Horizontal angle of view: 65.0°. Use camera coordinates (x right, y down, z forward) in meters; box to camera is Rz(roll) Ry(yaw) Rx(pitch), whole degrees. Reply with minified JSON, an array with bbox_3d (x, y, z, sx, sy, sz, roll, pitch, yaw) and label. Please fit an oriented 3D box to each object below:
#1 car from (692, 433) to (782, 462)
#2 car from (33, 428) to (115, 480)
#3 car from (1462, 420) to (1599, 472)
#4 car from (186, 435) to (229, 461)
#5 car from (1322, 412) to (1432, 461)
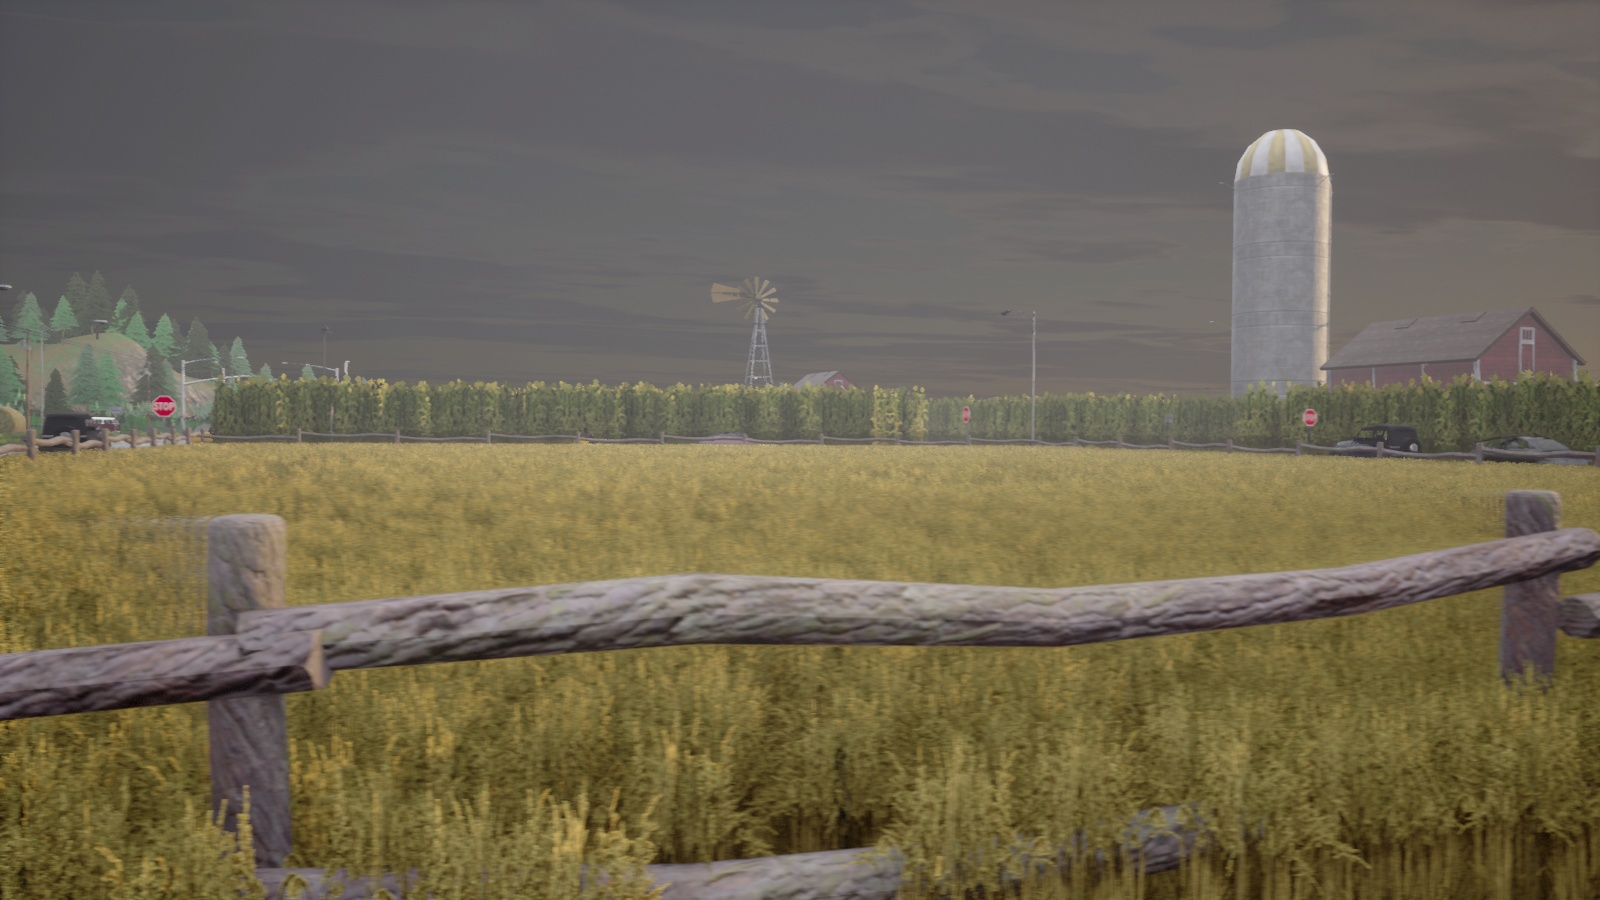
[{"bbox_3d":[-3.184,-0.157,63.337,4.181,1.385,1.994,-1,1,-18],"label":"car"},{"bbox_3d":[-27.786,0.119,48.155,1.905,1.878,3.866,-1,1,-18],"label":"car"},{"bbox_3d":[23.148,-0.158,39.746,1.789,1.549,3.705,-1,1,-17],"label":"car"},{"bbox_3d":[-38.561,-0.169,81.866,1.801,1.575,5.366,-1,1,-18],"label":"car"},{"bbox_3d":[23.071,-0.579,50.378,1.905,1.878,3.866,-1,1,-17],"label":"car"}]
